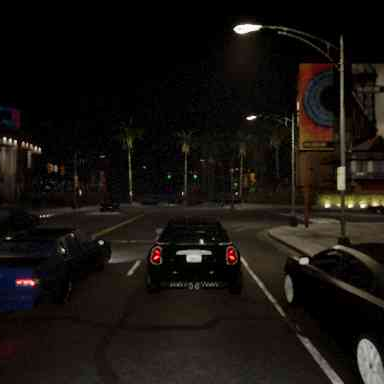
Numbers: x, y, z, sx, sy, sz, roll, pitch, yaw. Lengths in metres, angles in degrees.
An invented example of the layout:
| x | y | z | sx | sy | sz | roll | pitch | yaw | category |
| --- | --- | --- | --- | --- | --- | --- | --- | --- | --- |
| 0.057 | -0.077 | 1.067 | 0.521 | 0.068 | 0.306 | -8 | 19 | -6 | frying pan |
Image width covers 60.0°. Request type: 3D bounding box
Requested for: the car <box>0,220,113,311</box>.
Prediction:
| x | y | z | sx | sy | sz | roll | pitch | yaw | category |
| --- | --- | --- | --- | --- | --- | --- | --- | --- | --- |
| -3.453 | 1.611 | 8.171 | 2.033 | 1.411 | 5.357 | 0 | 0 | 0 | car |

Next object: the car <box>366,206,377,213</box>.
| x | y | z | sx | sy | sz | roll | pitch | yaw | category |
| --- | --- | --- | --- | --- | --- | --- | --- | --- | --- |
| 23.316 | 1.900 | 39.412 | 4.718 | 1.301 | 1.895 | 0 | 0 | -1 | car |

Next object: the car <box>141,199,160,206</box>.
| x | y | z | sx | sy | sz | roll | pitch | yaw | category |
| --- | --- | --- | --- | --- | --- | --- | --- | --- | --- |
| -8.068 | 2.042 | 64.833 | 2.033 | 1.411 | 5.357 | 0 | 0 | 18 | car |

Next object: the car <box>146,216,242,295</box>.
| x | y | z | sx | sy | sz | roll | pitch | yaw | category |
| --- | --- | --- | --- | --- | --- | --- | --- | --- | --- |
| 0.050 | 1.421 | 9.057 | 2.097 | 1.767 | 4.553 | 0 | -1 | 0 | car |

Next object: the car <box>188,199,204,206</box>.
| x | y | z | sx | sy | sz | roll | pitch | yaw | category |
| --- | --- | --- | --- | --- | --- | --- | --- | --- | --- |
| 0.820 | 2.077 | 67.351 | 1.994 | 1.385 | 4.181 | 0 | -1 | 25 | car |

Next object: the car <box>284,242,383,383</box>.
| x | y | z | sx | sy | sz | roll | pitch | yaw | category |
| --- | --- | --- | --- | --- | --- | --- | --- | --- | --- |
| 2.890 | 1.519 | 5.122 | 2.097 | 1.535 | 5.008 | 0 | 0 | -1 | car |

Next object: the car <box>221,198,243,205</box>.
| x | y | z | sx | sy | sz | roll | pitch | yaw | category |
| --- | --- | --- | --- | --- | --- | --- | --- | --- | --- |
| 9.434 | 2.092 | 74.437 | 2.128 | 1.511 | 4.902 | 0 | -1 | 43 | car |

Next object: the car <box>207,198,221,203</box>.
| x | y | z | sx | sy | sz | roll | pitch | yaw | category |
| --- | --- | --- | --- | --- | --- | --- | --- | --- | --- |
| 5.765 | 2.175 | 85.493 | 4.674 | 1.442 | 1.812 | 0 | -1 | -44 | car |

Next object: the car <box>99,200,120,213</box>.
| x | y | z | sx | sy | sz | roll | pitch | yaw | category |
| --- | --- | --- | --- | --- | --- | --- | --- | --- | --- |
| -10.621 | 1.835 | 43.083 | 1.837 | 1.490 | 4.892 | 0 | -1 | 1 | car |

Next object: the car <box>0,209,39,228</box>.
| x | y | z | sx | sy | sz | roll | pitch | yaw | category |
| --- | --- | --- | --- | --- | --- | --- | --- | --- | --- |
| -10.648 | 1.694 | 19.040 | 2.033 | 1.411 | 5.357 | 0 | 0 | 0 | car |

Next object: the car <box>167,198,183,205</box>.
| x | y | z | sx | sy | sz | roll | pitch | yaw | category |
| --- | --- | --- | --- | --- | --- | --- | --- | --- | --- |
| -3.726 | 2.066 | 74.266 | 1.837 | 1.490 | 4.892 | 0 | -1 | 29 | car |

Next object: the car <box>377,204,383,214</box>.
| x | y | z | sx | sy | sz | roll | pitch | yaw | category |
| --- | --- | --- | --- | --- | --- | --- | --- | --- | --- |
| 23.071 | 1.625 | 35.908 | 4.553 | 1.767 | 2.097 | 0 | 0 | -1 | car |
